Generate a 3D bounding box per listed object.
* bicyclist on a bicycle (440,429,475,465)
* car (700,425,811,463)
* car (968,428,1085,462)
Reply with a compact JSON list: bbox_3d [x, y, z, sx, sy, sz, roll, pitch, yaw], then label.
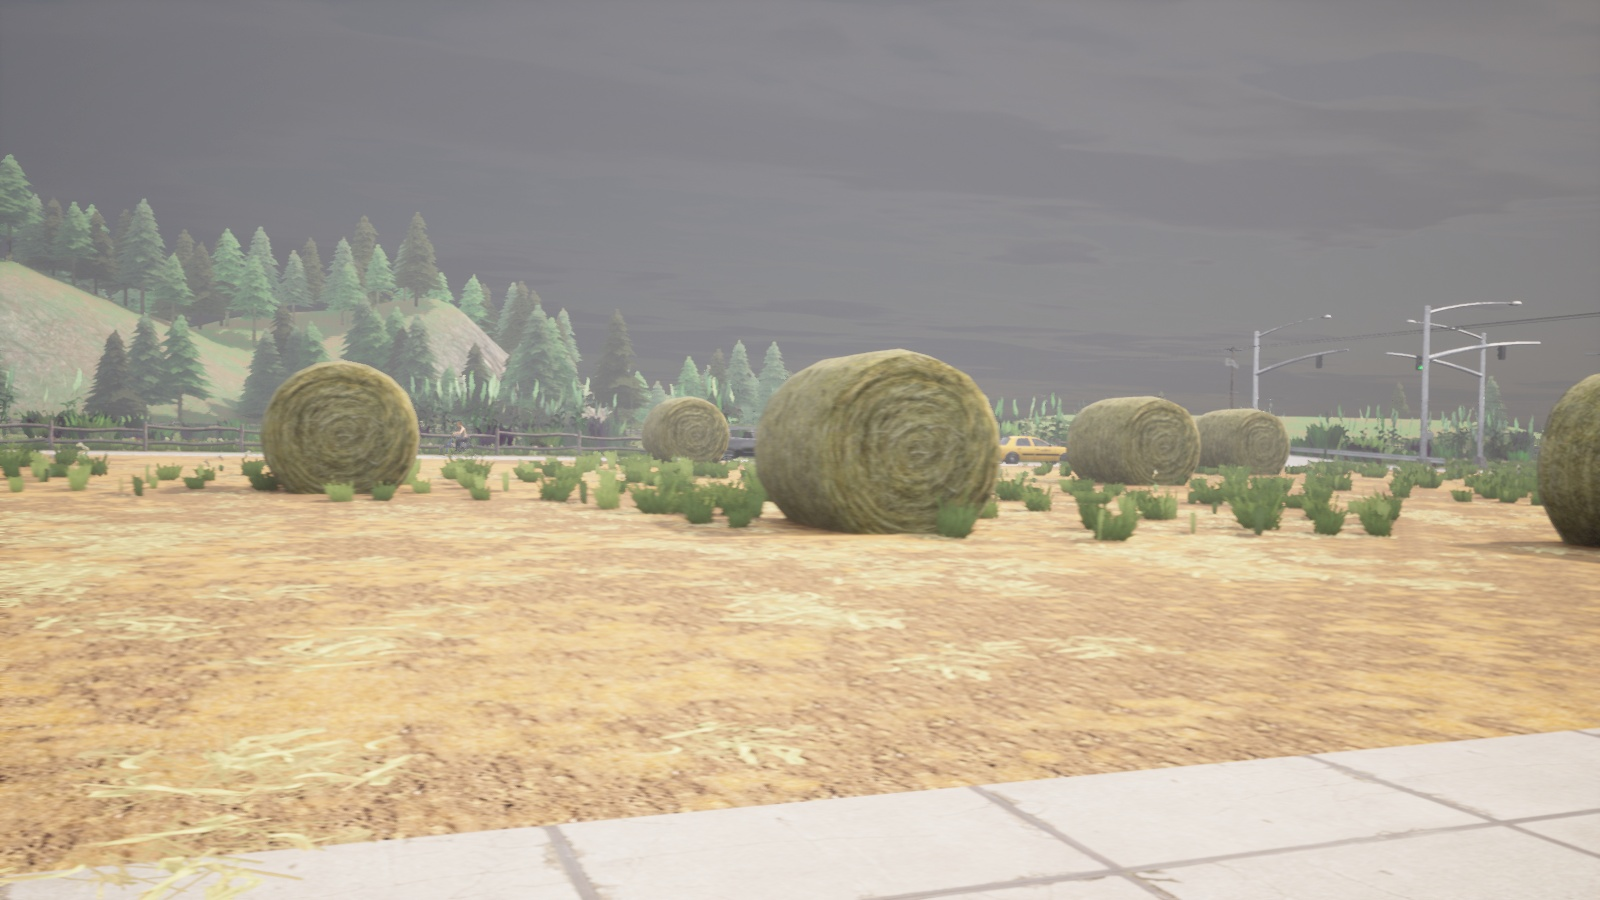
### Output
[{"bbox_3d":[-15.398,-0.149,56.487,1.509,1.612,0.866,0,1,-17],"label":"bicyclist on a bicycle"},{"bbox_3d":[-2.041,-0.274,56.888,4.611,1.667,2.242,0,1,-17],"label":"car"},{"bbox_3d":[10.964,-0.269,60.837,5.366,1.575,1.801,0,1,-17],"label":"car"}]
